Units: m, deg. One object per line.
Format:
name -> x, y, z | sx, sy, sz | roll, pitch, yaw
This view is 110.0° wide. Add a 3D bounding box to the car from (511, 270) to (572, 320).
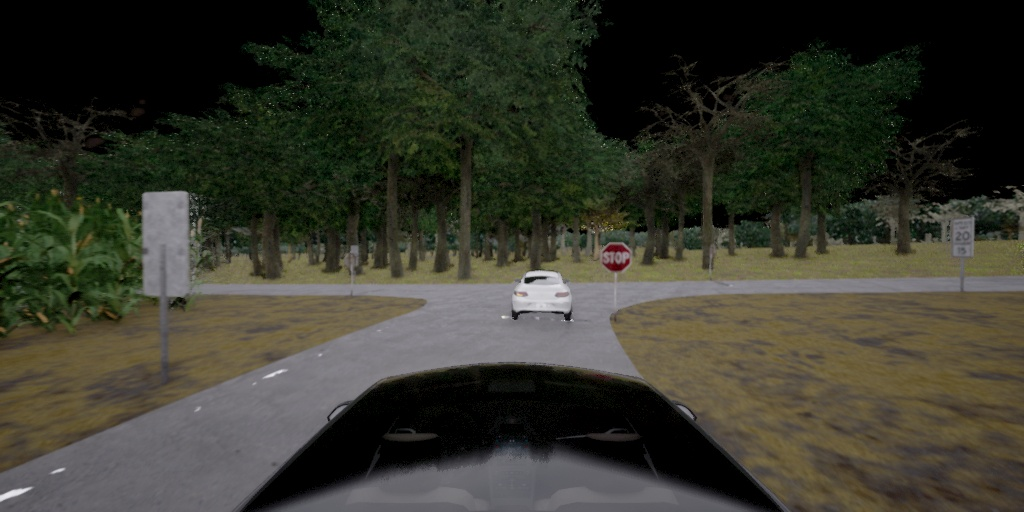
car -> 1.011, 1.210, 12.309 | 1.812, 1.442, 4.674 | 0, 1, 5
